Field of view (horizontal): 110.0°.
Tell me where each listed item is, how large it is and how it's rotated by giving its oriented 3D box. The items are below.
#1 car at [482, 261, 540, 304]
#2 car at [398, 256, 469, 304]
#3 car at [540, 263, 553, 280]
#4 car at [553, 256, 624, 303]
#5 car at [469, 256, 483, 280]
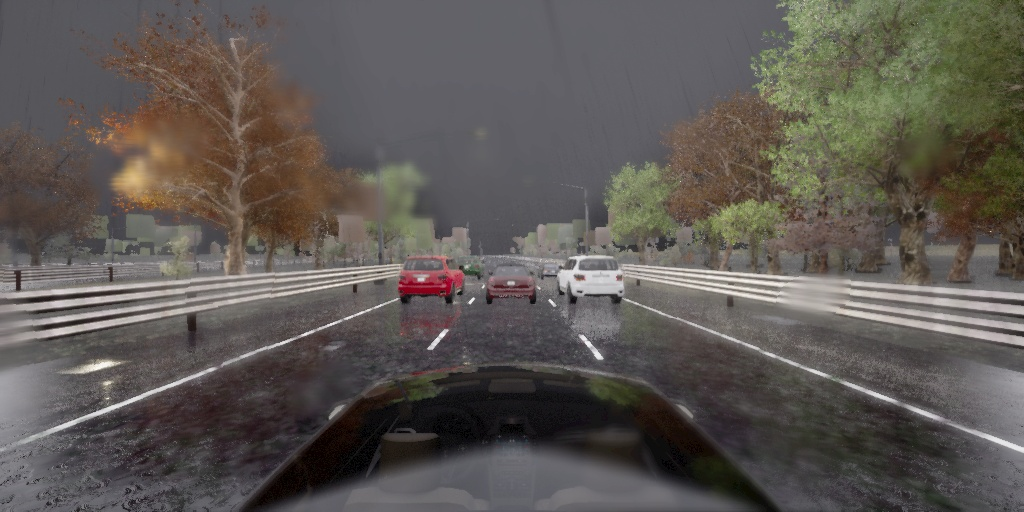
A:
[{"bbox_3d":[-0.044,1.117,16.572,2.097,1.767,4.553,0,0,0],"label":"car"},{"bbox_3d":[-3.544,1.009,16.611,2.150,2.045,5.566,0,0,0],"label":"car"},{"bbox_3d":[3.324,1.311,31.672,2.033,1.411,5.357,0,0,-1],"label":"car"},{"bbox_3d":[3.456,1.009,16.652,2.150,2.045,5.566,0,0,0],"label":"car"},{"bbox_3d":[-3.675,1.005,31.621,2.150,2.045,5.566,0,0,-1],"label":"car"}]
